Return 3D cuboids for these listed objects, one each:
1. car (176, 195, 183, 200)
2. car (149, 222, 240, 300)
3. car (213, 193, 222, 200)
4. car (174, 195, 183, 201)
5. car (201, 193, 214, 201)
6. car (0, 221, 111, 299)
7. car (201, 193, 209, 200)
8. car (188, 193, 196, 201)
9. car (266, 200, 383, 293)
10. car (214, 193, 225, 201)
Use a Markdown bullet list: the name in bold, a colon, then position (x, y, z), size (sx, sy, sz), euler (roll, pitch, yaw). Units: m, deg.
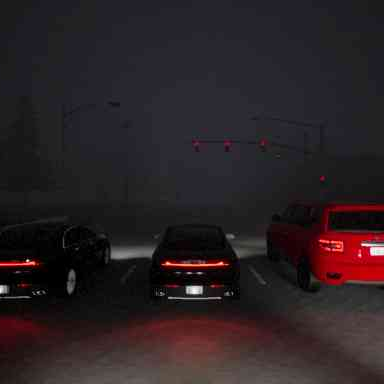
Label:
- **car**: position (-3.489, 1.427, 91.922), size (1.895, 1.301, 4.718), euler (0, 0, 0)
- **car**: position (0.063, 1.505, 8.367), size (1.837, 1.490, 4.892), euler (0, 0, 0)
- **car**: position (7.011, 1.187, 91.860), size (2.097, 1.767, 4.553), euler (0, 0, 0)
- **car**: position (-3.490, 1.516, 81.888), size (1.812, 1.442, 4.674), euler (0, 0, 0)
- **car**: position (3.510, 1.347, 81.857), size (2.097, 1.767, 4.553), euler (0, 0, 0)
- **car**: position (-3.437, 1.505, 8.420), size (1.837, 1.490, 4.892), euler (0, 0, 0)
- **car**: position (3.511, 1.187, 91.861), size (2.097, 1.767, 4.553), euler (0, 0, 0)
- **car**: position (0.010, 1.517, 81.471), size (2.128, 1.511, 4.902), euler (0, 0, 0)
- **car**: position (3.567, 1.221, 9.015), size (2.150, 2.045, 5.566), euler (0, 0, 0)
- **car**: position (7.010, 1.492, 81.470), size (1.837, 1.490, 4.892), euler (0, 0, 0)
